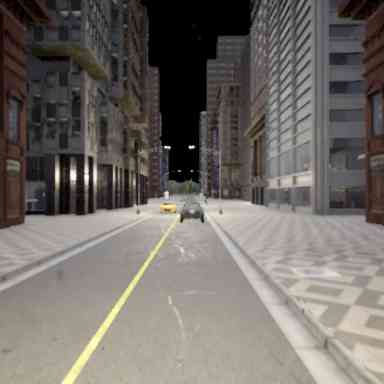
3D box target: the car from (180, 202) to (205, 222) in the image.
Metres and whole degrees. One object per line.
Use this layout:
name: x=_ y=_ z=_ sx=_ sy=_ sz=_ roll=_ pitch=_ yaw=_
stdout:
car: x=0.020 y=1.687 z=29.549 sx=2.097 sy=1.767 sz=4.553 roll=0 pitch=-1 yaw=0

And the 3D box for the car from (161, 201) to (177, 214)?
car: x=-2.995 y=1.975 z=43.595 sx=1.882 sy=1.535 sz=5.008 roll=0 pitch=-1 yaw=0

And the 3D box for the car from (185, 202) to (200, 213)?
car: x=0.070 y=2.111 z=44.908 sx=1.895 sy=1.301 sz=4.718 roll=0 pitch=-1 yaw=0
